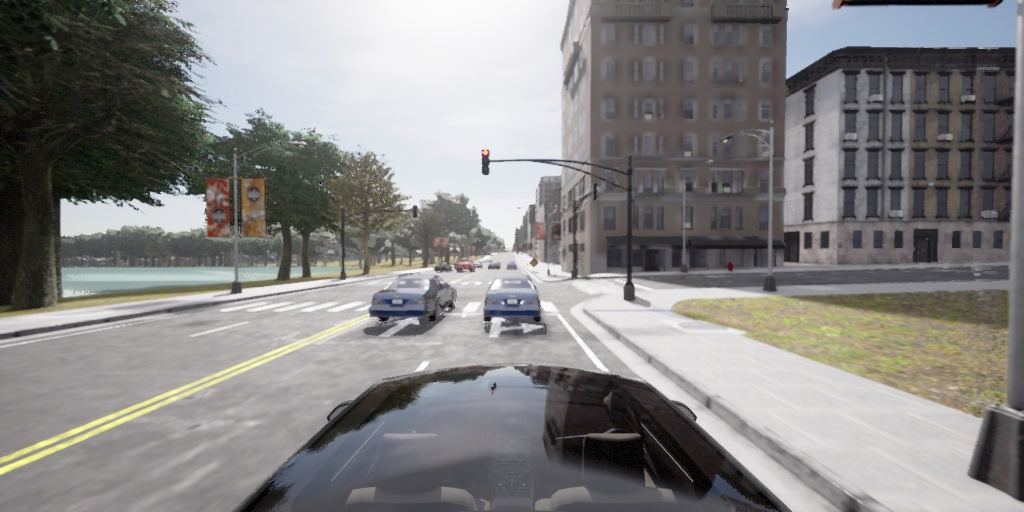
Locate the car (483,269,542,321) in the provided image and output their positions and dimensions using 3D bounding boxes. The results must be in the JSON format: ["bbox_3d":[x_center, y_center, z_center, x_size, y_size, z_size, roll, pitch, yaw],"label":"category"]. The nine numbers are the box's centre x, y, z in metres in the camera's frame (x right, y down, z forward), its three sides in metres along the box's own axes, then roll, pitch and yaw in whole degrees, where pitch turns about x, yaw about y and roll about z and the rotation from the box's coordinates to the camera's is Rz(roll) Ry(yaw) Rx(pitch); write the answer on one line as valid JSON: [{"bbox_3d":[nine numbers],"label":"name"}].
[{"bbox_3d":[0.023,1.348,12.685,2.033,1.411,5.357,0,0,0],"label":"car"}]

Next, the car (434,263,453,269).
[{"bbox_3d":[-9.877,1.661,51.753,1.895,1.301,4.718,0,0,0],"label":"car"}]

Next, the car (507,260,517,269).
[{"bbox_3d":[-0.013,1.710,65.077,2.033,1.411,5.357,0,0,0],"label":"car"}]

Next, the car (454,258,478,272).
[{"bbox_3d":[-6.631,1.280,51.511,2.150,2.045,5.566,0,0,0],"label":"car"}]

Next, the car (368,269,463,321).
[{"bbox_3d":[-3.225,1.350,12.644,2.033,1.411,5.357,0,0,0],"label":"car"}]

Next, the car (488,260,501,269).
[{"bbox_3d":[-3.263,1.725,64.853,1.994,1.385,4.181,0,0,1],"label":"car"}]

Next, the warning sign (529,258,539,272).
[{"bbox_3d":[2.810,1.132,46.133,1.300,1.860,1.060,0,0,0],"label":"warning sign"}]
